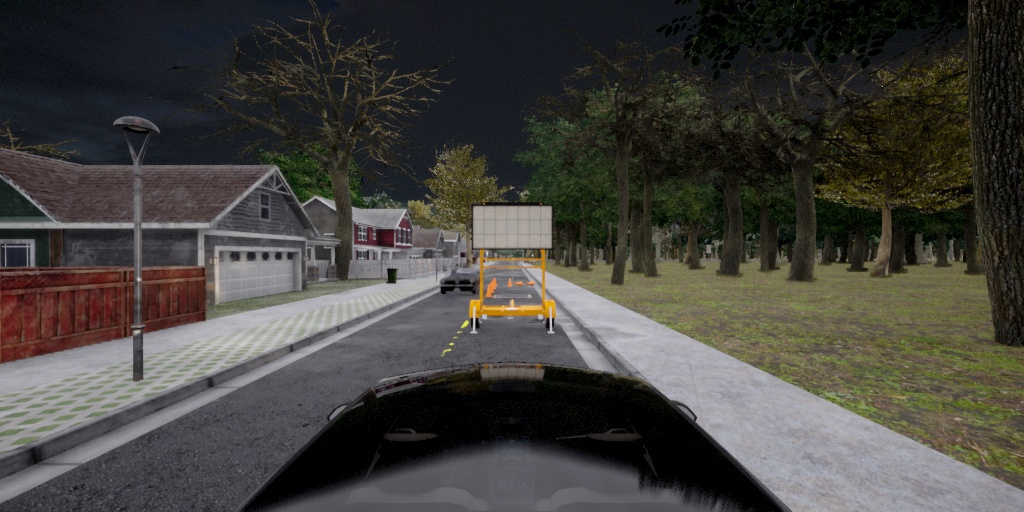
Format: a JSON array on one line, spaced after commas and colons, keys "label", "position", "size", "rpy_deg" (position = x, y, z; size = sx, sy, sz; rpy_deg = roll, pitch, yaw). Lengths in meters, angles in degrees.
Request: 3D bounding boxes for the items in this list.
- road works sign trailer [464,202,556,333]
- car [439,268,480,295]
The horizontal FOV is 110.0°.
[{"label": "road works sign trailer", "position": [0.015, 0.214, 10.683], "size": [2.380, 3.560, 2.880], "rpy_deg": [0, 0, 0]}, {"label": "car", "position": [-2.720, 1.352, 19.935], "size": [1.895, 1.301, 4.718], "rpy_deg": [0, 0, 0]}]
